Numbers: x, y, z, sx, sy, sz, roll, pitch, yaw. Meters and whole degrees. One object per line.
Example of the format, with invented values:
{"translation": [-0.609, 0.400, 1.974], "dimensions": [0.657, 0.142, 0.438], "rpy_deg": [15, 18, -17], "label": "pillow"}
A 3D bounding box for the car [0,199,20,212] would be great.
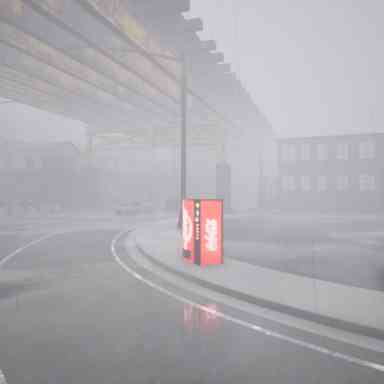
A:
{"translation": [-22.940, 1.452, 37.888], "dimensions": [4.974, 1.542, 2.038], "rpy_deg": [0, 0, -9], "label": "car"}

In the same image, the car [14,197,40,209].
{"translation": [-19.909, 1.295, 40.057], "dimensions": [1.853, 1.218, 4.536], "rpy_deg": [0, 0, -39], "label": "car"}

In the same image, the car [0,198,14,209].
{"translation": [-22.991, 1.295, 37.879], "dimensions": [4.536, 1.218, 1.853], "rpy_deg": [0, 0, -9], "label": "car"}

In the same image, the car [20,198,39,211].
{"translation": [-19.876, 1.452, 40.017], "dimensions": [2.038, 1.542, 4.974], "rpy_deg": [0, 0, -39], "label": "car"}

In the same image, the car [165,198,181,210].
{"translation": [-1.785, 1.478, 42.941], "dimensions": [1.882, 1.535, 5.008], "rpy_deg": [0, 0, 21], "label": "car"}

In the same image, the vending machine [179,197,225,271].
{"translation": [0.303, 1.195, 10.088], "dimensions": [1.100, 2.100, 0.880], "rpy_deg": [0, 0, -28], "label": "vending machine"}

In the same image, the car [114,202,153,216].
{"translation": [-5.604, 1.601, 32.760], "dimensions": [1.895, 1.301, 4.718], "rpy_deg": [0, 0, 20], "label": "car"}
